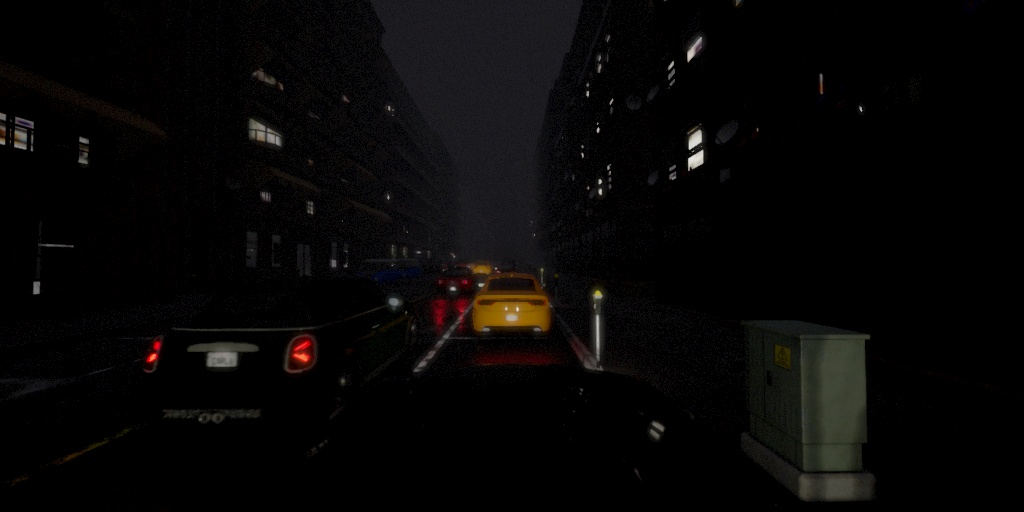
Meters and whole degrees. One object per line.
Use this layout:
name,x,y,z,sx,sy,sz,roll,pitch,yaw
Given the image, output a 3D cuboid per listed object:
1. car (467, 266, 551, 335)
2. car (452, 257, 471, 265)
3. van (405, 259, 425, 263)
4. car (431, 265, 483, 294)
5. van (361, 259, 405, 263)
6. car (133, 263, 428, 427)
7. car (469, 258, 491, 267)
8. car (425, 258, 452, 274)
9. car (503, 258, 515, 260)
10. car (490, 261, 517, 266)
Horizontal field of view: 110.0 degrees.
car,-0.006,1.232,10.503,1.882,1.535,5.008,0,0,0
car,-5.817,1.163,44.053,2.097,1.767,4.553,0,0,1
van,-8.335,1.118,28.134,1.690,1.789,3.998,0,0,0
car,-2.980,1.365,20.481,1.895,1.301,4.718,0,0,1
van,-8.335,1.108,22.603,1.690,1.789,3.998,0,0,0
car,-3.020,1.104,5.864,2.097,1.767,4.553,0,0,0
car,-2.967,1.273,37.276,1.882,1.535,5.008,0,0,0
car,-8.335,1.115,39.194,2.192,1.841,5.009,0,0,0
car,-0.445,1.240,39.134,1.967,1.591,4.097,0,0,0
car,-0.452,1.322,28.072,1.888,1.381,4.507,0,0,0
